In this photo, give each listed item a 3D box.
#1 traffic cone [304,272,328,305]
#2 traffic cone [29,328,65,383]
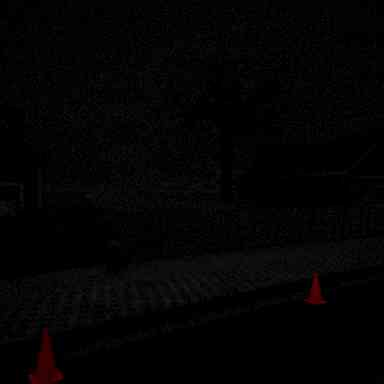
[{"bbox_3d":[2.543,1.950,6.826,0.340,0.580,0.340,0,0,-32],"label":"traffic cone"},{"bbox_3d":[-1.755,1.947,4.011,0.340,0.580,0.340,0,0,-35],"label":"traffic cone"}]
